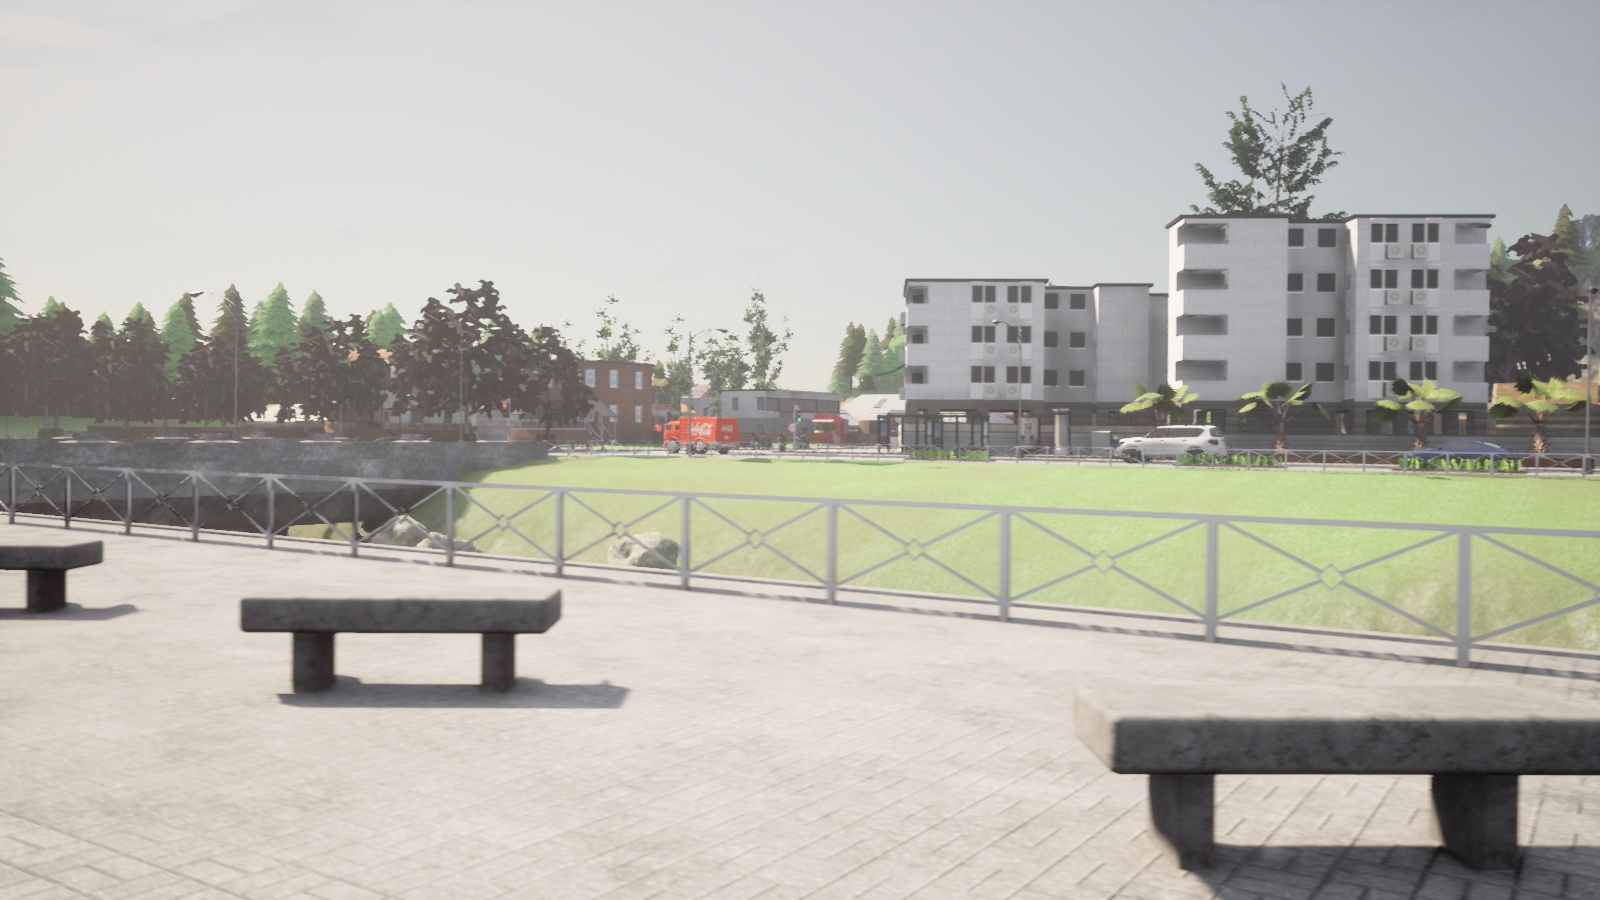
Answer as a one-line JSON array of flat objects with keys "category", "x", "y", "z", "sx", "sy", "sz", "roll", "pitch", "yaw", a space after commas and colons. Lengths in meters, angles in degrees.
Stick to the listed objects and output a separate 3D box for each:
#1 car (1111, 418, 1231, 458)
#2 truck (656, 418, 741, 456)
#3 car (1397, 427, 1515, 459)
[{"category": "car", "x": 19.316, "y": -0.618, "z": 65.468, "sx": 5.566, "sy": 2.045, "sz": 2.150, "roll": 0, "pitch": 1, "yaw": 34}, {"category": "truck", "x": -6.776, "y": -0.834, "z": 83.528, "sx": 5.204, "sy": 2.467, "sz": 2.627, "roll": 0, "pitch": 0, "yaw": 38}, {"category": "car", "x": 30.348, "y": -0.311, "z": 58.141, "sx": 4.674, "sy": 1.442, "sz": 1.812, "roll": 0, "pitch": 1, "yaw": 34}]
